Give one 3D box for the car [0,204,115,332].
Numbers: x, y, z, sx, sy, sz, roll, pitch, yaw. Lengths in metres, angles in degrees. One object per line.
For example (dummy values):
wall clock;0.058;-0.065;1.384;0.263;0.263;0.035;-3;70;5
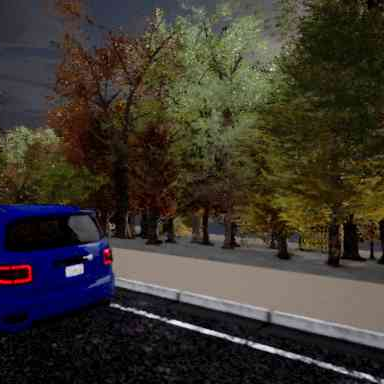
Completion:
car;-3.920;1.249;6.472;5.566;2.045;2.150;0;0;35
